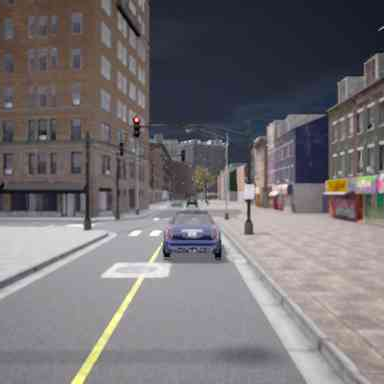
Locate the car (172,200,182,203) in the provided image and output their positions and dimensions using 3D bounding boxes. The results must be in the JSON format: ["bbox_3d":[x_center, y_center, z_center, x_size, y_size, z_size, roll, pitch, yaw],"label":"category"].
[{"bbox_3d":[-2.785,2.173,62.205,1.994,1.385,4.181,0,-1,1],"label":"car"}]

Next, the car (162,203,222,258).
[{"bbox_3d":[0.023,1.479,13.417,2.097,1.767,4.553,0,-1,0],"label":"car"}]

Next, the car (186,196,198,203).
[{"bbox_3d":[0.001,1.841,63.218,2.150,2.045,5.566,0,-1,0],"label":"car"}]
